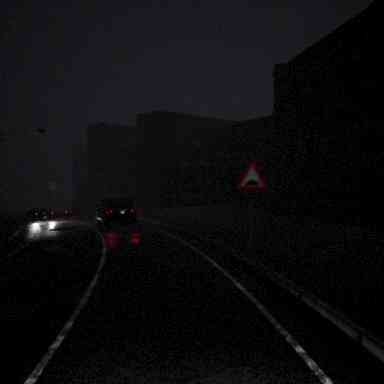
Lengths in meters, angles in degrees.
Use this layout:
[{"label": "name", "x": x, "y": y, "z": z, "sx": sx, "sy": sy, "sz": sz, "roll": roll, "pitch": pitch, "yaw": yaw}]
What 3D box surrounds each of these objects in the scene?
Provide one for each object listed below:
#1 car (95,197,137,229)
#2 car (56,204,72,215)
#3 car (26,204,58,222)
[{"label": "car", "x": -5.611, "y": 1.414, "z": 24.138, "sx": 2.150, "sy": 2.045, "sz": 5.566, "roll": -2, "pitch": 1, "yaw": -24}, {"label": "car", "x": -15.978, "y": 2.142, "z": 40.014, "sx": 1.812, "sy": 1.442, "sz": 4.674, "roll": -4, "pitch": 1, "yaw": -40}, {"label": "car", "x": -15.557, "y": 2.240, "z": 34.042, "sx": 1.895, "sy": 1.301, "sz": 4.718, "roll": -3, "pitch": 0, "yaw": -36}]
